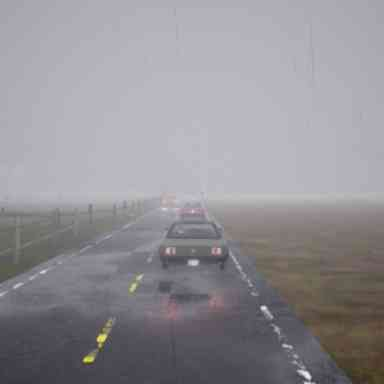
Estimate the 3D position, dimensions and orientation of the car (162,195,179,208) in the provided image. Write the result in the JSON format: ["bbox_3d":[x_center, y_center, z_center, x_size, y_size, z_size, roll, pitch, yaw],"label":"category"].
[{"bbox_3d":[-2.841,1.227,45.308,2.097,1.767,4.553,0,0,0],"label":"car"}]

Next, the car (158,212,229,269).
[{"bbox_3d":[0.061,1.565,10.960,1.895,1.301,4.718,0,0,0],"label":"car"}]

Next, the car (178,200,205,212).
[{"bbox_3d":[0.070,1.477,28.105,1.994,1.385,4.181,0,0,0],"label":"car"}]
